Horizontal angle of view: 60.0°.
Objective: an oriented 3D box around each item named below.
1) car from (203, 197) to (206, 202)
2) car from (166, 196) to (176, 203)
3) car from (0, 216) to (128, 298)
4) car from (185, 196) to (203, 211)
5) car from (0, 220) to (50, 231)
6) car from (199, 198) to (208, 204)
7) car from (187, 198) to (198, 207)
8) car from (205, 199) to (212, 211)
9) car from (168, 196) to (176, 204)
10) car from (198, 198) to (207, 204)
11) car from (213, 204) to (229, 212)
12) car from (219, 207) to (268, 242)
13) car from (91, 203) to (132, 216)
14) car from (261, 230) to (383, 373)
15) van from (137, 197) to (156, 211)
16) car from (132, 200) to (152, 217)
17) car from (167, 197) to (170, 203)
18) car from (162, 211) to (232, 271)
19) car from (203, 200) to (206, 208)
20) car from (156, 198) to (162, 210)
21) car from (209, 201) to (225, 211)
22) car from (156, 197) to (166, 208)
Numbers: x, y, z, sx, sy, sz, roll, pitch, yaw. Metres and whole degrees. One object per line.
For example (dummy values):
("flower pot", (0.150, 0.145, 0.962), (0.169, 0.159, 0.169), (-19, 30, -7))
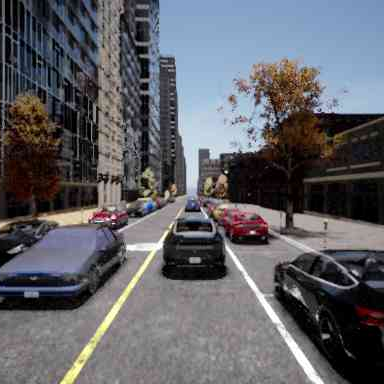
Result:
("car", (2.693, 2.008, 56.525), (1.947, 1.339, 4.313), (-1, 0, 0))
("car", (-5.683, 2.028, 90.448), (2.192, 1.841, 5.009), (-1, 0, 0))
("car", (-3.098, 1.619, 9.093), (2.033, 1.411, 5.357), (0, 0, 0))
("car", (0.111, 1.709, 45.842), (2.097, 1.767, 4.553), (0, -1, 0))
("car", (-5.665, 1.656, 11.431), (1.947, 1.339, 4.313), (-1, 0, 0))
("car", (2.698, 2.166, 79.101), (1.887, 1.381, 4.507), (-1, 0, 0))
("car", (0.117, 1.996, 64.350), (2.128, 1.511, 4.902), (0, 0, 0))
("car", (2.685, 1.704, 33.951), (1.967, 1.590, 4.097), (-1, 0, 0))
("car", (-5.680, 2.234, 84.802), (1.947, 1.339, 4.313), (-1, 0, 0))
("car", (2.699, 2.218, 84.744), (2.008, 1.369, 4.403), (-1, 0, 0))
("car", (2.685, 1.758, 22.662), (1.802, 1.307, 4.206), (-1, 0, 0))
("car", (2.683, 1.677, 17.019), (1.887, 1.381, 4.507), (-1, 0, 0))
("car", (-5.664, 1.617, 22.720), (1.967, 1.590, 4.097), (-1, 0, 0))
("car", (2.681, 1.611, 5.731), (1.947, 1.339, 4.313), (-1, 0, 0))
("van", (-5.665, 1.650, 39.653), (1.690, 1.788, 3.998), (-1, 0, 0))
("car", (-5.659, 1.831, 34.007), (1.947, 1.339, 4.313), (-1, 0, 0))
("car", (-5.686, 2.054, 62.227), (1.947, 1.339, 4.313), (-1, 0, 0))
("car", (0.054, 1.593, 11.278), (1.837, 1.490, 4.892), (0, 0, -1))
("car", (2.689, 1.874, 39.594), (1.947, 1.339, 4.313), (-1, 0, 0))
("car", (-5.674, 1.905, 45.295), (2.008, 1.369, 4.403), (-1, 0, 0))
("car", (2.686, 1.747, 28.476), (1.752, 1.417, 4.829), (-1, 0, 0))
("car", (-5.701, 1.714, 50.941), (2.192, 1.841, 5.009), (-1, 0, 0))
